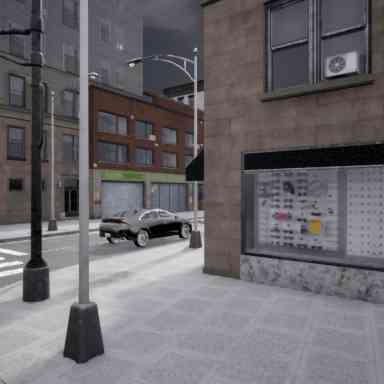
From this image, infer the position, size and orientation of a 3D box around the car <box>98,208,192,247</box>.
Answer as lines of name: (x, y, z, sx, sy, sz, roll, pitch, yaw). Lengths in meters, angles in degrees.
car: (-1.886, 1.459, 14.956, 2.128, 1.511, 4.902, 0, 0, 35)
